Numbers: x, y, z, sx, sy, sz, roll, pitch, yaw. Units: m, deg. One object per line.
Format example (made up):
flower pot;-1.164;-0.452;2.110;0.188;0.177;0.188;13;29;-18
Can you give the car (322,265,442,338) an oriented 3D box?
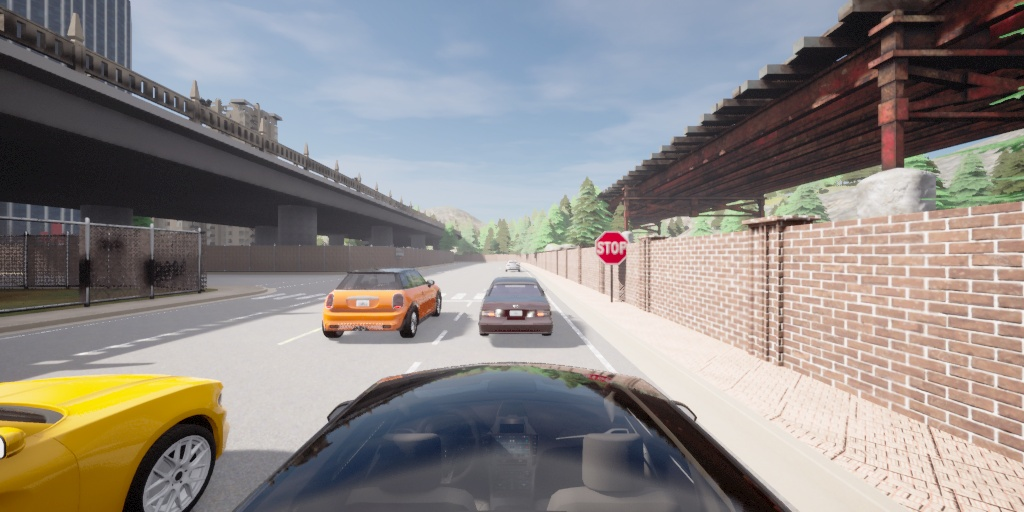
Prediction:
car;-3.414;1.102;10.326;2.097;1.767;4.553;0;0;0

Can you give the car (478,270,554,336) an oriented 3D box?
car;0.088;1.297;10.345;2.033;1.411;5.357;0;0;0

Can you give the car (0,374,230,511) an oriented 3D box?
car;-3.397;1.228;1.069;1.882;1.535;5.008;0;0;0

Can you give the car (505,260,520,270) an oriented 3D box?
car;0.111;1.276;46.226;1.812;1.442;4.674;0;0;-1
